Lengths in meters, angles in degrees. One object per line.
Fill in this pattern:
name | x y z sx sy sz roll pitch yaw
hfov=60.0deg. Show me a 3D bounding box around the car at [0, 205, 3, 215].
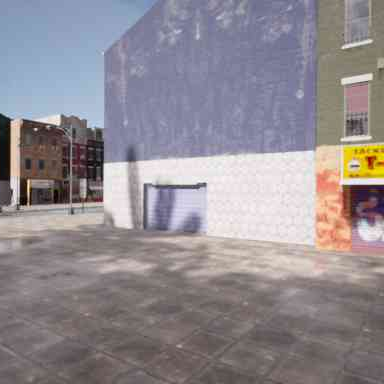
car | -17.736 1.369 26.989 1.994 1.385 4.181 1 1 35
